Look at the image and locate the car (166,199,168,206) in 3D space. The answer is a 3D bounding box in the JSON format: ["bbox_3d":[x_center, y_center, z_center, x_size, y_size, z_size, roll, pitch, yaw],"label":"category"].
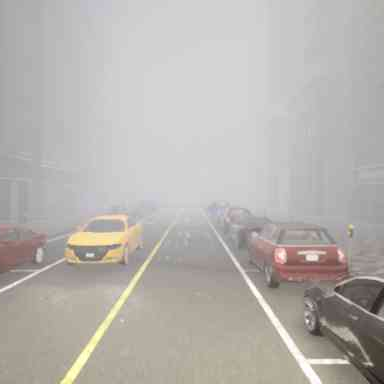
[{"bbox_3d":[-5.850,2.188,59.762,1.752,1.417,4.829,0,-1,0],"label":"car"}]

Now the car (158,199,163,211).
[{"bbox_3d":[-5.834,2.085,48.728,1.887,1.381,4.507,0,-1,0],"label":"car"}]

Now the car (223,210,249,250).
[{"bbox_3d":[2.739,1.734,15.139,1.947,1.339,4.313,0,-1,0],"label":"car"}]

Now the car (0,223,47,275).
[{"bbox_3d":[-5.779,1.651,9.515,1.887,1.381,4.507,0,-1,0],"label":"car"}]

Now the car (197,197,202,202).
[{"bbox_3d":[2.652,2.396,76.756,1.887,1.381,4.507,0,-1,0],"label":"car"}]

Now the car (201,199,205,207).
[{"bbox_3d":[2.691,2.085,48.749,1.887,1.381,4.507,0,-1,0],"label":"car"}]

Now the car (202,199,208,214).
[{"bbox_3d":[2.699,2.023,43.147,1.887,1.381,4.507,0,-1,0],"label":"car"}]

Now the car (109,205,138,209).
[{"bbox_3d":[-5.803,1.732,26.322,1.967,1.590,4.097,0,-1,0],"label":"car"}]

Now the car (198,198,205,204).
[{"bbox_3d":[2.627,2.479,93.561,1.967,1.590,4.097,0,-1,0],"label":"car"}]

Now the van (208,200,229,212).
[{"bbox_3d":[2.714,1.695,31.946,1.690,1.788,3.998,0,-1,0],"label":"van"}]

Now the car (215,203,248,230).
[{"bbox_3d":[2.730,1.670,20.742,1.967,1.590,4.097,0,-1,0],"label":"car"}]

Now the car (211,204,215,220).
[{"bbox_3d":[2.723,1.874,26.342,1.802,1.307,4.206,0,-1,0],"label":"car"}]

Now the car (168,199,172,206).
[{"bbox_3d":[-5.866,2.229,71.137,1.967,1.590,4.097,0,-1,0],"label":"car"}]

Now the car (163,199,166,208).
[{"bbox_3d":[-5.842,2.147,54.329,1.887,1.381,4.507,0,-1,0],"label":"car"}]

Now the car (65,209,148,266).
[{"bbox_3d":[-3.017,1.615,12.311,1.882,1.535,5.008,0,-1,0],"label":"car"}]

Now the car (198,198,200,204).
[{"bbox_3d":[2.668,2.308,65.553,1.802,1.307,4.206,0,-1,0],"label":"car"}]

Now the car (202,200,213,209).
[{"bbox_3d":[2.675,2.192,60.121,1.752,1.417,4.829,0,-1,0],"label":"car"}]

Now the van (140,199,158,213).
[{"bbox_3d":[-5.827,1.819,43.128,1.690,1.788,3.998,0,-1,0],"label":"van"}]

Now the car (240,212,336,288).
[{"bbox_3d":[2.746,1.547,9.540,1.967,1.590,4.097,0,-1,0],"label":"car"}]

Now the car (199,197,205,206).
[{"bbox_3d":[2.683,2.042,54.351,1.967,1.590,4.097,0,-1,0],"label":"car"}]

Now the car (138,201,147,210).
[{"bbox_3d":[-5.810,1.899,31.922,1.887,1.381,4.507,0,-1,0],"label":"car"}]

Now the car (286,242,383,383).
[{"bbox_3d":[2.755,1.611,3.937,1.947,1.339,4.313,0,-1,0],"label":"car"}]

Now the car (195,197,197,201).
[{"bbox_3d":[2.635,2.291,87.961,2.192,1.841,5.009,0,-1,0],"label":"car"}]
